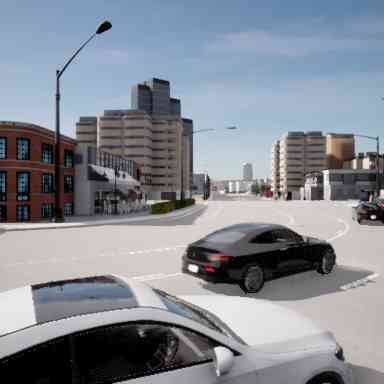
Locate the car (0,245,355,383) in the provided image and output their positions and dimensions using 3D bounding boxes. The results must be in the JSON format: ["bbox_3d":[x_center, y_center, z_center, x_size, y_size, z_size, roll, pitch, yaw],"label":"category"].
[{"bbox_3d":[-0.685,1.526,2.906,4.674,1.442,1.812,0,0,-28],"label":"car"}]

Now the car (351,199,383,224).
[{"bbox_3d":[13.030,1.525,24.685,1.812,1.442,4.674,0,0,19],"label":"car"}]

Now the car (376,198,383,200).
[{"bbox_3d":[17.739,1.354,31.035,2.097,1.767,4.553,0,0,8],"label":"car"}]

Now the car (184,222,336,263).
[{"bbox_3d":[1.871,1.525,8.758,4.674,1.442,1.812,0,0,-36],"label":"car"}]
